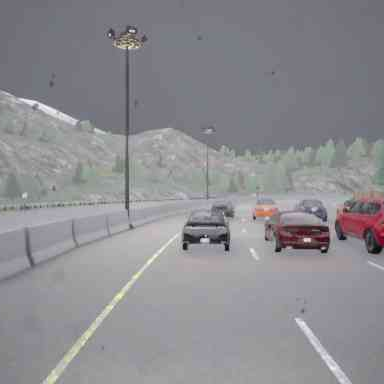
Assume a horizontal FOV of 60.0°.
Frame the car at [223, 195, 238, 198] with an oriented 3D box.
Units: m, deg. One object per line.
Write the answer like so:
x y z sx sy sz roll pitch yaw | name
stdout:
9.712 1.475 78.899 1.882 1.535 5.008 0 0 29 | car

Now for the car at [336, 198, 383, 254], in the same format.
7.651 1.258 13.513 2.150 2.045 5.566 0 0 5 | car

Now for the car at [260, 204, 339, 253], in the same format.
4.163 1.485 13.810 1.882 1.535 5.008 0 0 5 | car

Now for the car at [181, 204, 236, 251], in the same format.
0.679 1.495 14.137 2.128 1.511 4.902 0 0 5 | car

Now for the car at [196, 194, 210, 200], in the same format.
3.641 1.341 82.385 2.097 1.767 4.553 0 0 29 | car

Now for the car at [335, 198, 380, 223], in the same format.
13.020 1.366 26.514 2.097 1.767 4.553 0 0 11 | car

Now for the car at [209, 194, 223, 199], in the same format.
6.669 1.492 80.629 1.837 1.490 4.892 0 0 29 | car

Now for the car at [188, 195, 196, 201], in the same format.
0.584 1.533 84.088 1.994 1.385 4.181 0 0 29 | car

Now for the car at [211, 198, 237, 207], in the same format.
2.709 1.516 28.498 1.837 1.490 4.892 0 0 11 | car

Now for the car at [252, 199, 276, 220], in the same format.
6.142 1.366 27.817 2.097 1.767 4.553 0 0 11 | car

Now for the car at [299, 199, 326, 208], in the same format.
9.581 1.366 27.165 2.097 1.767 4.553 0 0 11 | car
